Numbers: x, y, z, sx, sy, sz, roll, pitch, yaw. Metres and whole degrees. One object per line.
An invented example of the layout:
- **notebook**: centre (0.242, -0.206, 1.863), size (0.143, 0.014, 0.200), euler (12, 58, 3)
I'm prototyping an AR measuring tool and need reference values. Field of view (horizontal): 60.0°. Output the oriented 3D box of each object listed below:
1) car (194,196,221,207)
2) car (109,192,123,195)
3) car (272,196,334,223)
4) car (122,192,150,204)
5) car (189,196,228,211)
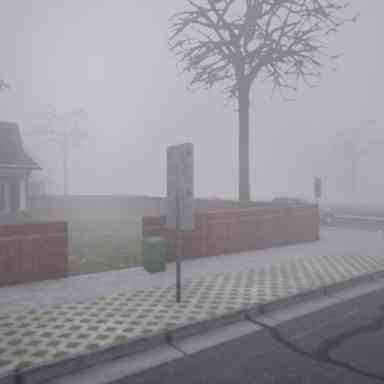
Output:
- **car**: centre (1.256, 1.173, 30.614), size (1.812, 1.442, 4.674), euler (0, 1, -36)
- **car**: centre (-12.170, 0.717, 54.193), size (1.837, 1.490, 4.892), euler (0, 2, -36)
- **car**: centre (7.168, 1.155, 22.428), size (2.097, 1.767, 4.553), euler (0, 1, -36)
- **car**: centre (-6.445, 0.919, 41.290), size (1.882, 1.535, 5.008), euler (0, 1, -36)
- **car**: centre (1.684, 1.145, 35.061), size (1.994, 1.385, 4.181), euler (0, 1, -36)
